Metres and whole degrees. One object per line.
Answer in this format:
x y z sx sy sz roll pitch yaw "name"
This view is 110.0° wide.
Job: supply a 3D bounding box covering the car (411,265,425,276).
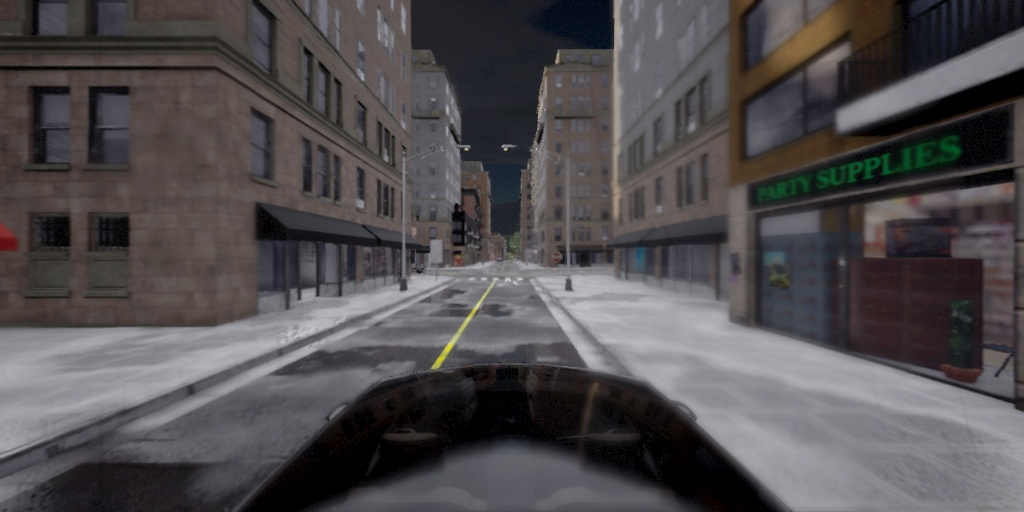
-11.373 1.244 36.284 5.008 1.535 1.882 0 0 0 "car"
